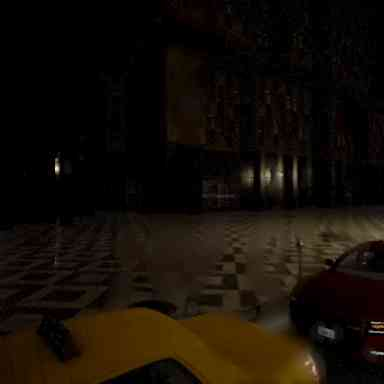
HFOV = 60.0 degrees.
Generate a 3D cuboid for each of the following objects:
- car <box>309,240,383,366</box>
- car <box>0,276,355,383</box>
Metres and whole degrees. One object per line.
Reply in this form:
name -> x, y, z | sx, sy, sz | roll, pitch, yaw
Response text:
car -> 3.444, 1.547, 5.674 | 4.507, 1.381, 1.887 | 0, 0, -40
car -> -1.064, 1.525, 1.950 | 4.829, 1.417, 1.752 | 0, 0, -40
